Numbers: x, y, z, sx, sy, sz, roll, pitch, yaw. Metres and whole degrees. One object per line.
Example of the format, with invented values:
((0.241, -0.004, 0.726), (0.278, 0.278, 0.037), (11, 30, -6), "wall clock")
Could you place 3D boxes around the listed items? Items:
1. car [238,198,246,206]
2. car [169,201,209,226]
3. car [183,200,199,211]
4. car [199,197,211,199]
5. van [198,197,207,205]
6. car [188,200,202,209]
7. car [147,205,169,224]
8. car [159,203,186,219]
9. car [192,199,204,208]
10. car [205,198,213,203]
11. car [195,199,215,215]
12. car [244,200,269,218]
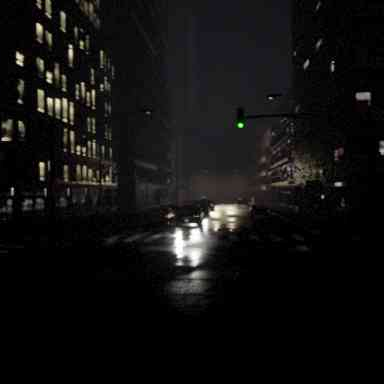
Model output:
((10.087, 1.885, 66.264), (1.967, 1.590, 4.097), (-2, -1, 6), "car")
((-0.113, 1.726, 25.527), (2.128, 1.511, 4.902), (-1, -1, 6), "car")
((-0.059, 2.005, 50.294), (1.887, 1.381, 4.507), (-2, -1, 6), "car")
((1.982, 1.730, 44.864), (2.097, 1.767, 4.553), (-1, -1, 6), "car")
((2.359, 1.969, 72.784), (1.690, 1.788, 3.998), (-2, -1, 6), "van")
((0.548, 2.084, 55.915), (1.802, 1.307, 4.206), (-2, -1, 6), "car")
((-2.502, 1.817, 27.638), (1.752, 1.417, 4.829), (-2, -1, 6), "car")
((-1.877, 1.901, 33.428), (1.947, 1.339, 4.313), (-2, -1, 6), "car")
((1.153, 2.089, 61.538), (1.887, 1.381, 4.507), (-2, -1, 6), "car")
((4.791, 2.348, 95.269), (2.008, 1.369, 4.403), (-2, -1, 6), "car")
((0.910, 1.796, 34.957), (2.128, 1.511, 4.902), (-1, -1, 6), "car")
((6.453, 1.745, 32.532), (2.008, 1.369, 4.403), (-2, -1, 6), "car")
